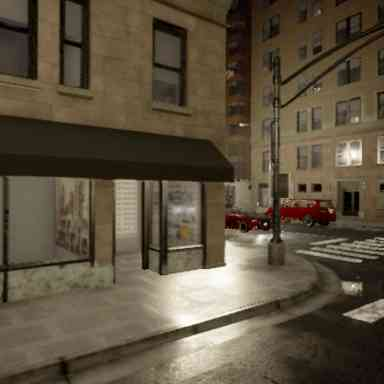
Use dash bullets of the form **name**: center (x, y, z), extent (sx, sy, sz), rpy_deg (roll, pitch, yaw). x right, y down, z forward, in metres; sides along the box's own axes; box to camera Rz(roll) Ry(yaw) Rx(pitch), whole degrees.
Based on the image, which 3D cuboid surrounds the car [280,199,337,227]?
- **car**: center (7.441, 1.366, 23.037), extent (2.192, 1.841, 5.009), rpy_deg (0, 0, -36)

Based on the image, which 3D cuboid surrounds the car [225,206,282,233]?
- **car**: center (2.879, 1.587, 19.869), extent (1.994, 1.385, 4.181), rpy_deg (0, 0, -36)
